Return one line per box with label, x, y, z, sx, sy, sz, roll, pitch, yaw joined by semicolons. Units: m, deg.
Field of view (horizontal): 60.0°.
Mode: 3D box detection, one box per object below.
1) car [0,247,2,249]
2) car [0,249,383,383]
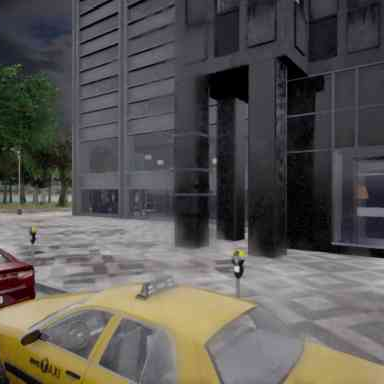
car;-4.823;1.545;6.410;4.507;1.381;1.887;0;0;36
car;-0.537;1.525;3.346;4.829;1.417;1.752;0;0;36
